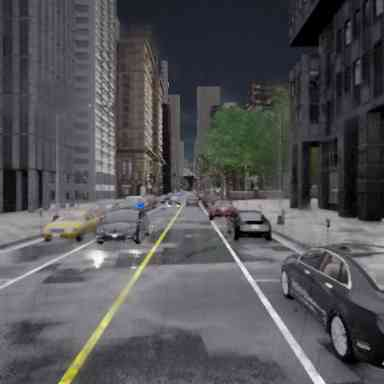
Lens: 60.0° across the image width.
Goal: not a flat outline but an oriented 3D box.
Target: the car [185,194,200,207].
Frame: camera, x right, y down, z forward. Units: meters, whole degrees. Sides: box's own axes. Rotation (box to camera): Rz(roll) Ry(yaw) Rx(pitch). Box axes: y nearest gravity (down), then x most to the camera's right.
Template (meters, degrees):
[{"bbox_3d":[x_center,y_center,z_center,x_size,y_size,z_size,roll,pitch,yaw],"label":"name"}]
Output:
[{"bbox_3d":[0.045,1.467,50.258,2.128,1.511,4.902,0,0,0],"label":"car"}]

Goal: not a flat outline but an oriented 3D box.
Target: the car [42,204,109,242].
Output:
[{"bbox_3d":[-5.759,1.518,16.502,1.752,1.417,4.829,0,0,0],"label":"car"}]

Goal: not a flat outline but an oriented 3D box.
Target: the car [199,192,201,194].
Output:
[{"bbox_3d":[2.773,1.279,60.554,2.192,1.841,5.009,0,0,0],"label":"car"}]

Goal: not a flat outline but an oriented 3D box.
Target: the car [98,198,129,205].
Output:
[{"bbox_3d":[-5.759,1.430,22.159,1.967,1.590,4.097,0,0,0],"label":"car"}]

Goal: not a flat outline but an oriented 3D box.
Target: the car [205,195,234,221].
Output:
[{"bbox_3d":[2.392,1.340,27.412,2.097,1.767,4.553,0,0,0],"label":"car"}]

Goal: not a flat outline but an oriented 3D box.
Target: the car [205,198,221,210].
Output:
[{"bbox_3d":[2.770,1.504,44.264,1.752,1.417,4.829,0,0,0],"label":"car"}]

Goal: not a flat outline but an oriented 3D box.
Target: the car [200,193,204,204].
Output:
[{"bbox_3d":[2.771,1.291,49.580,2.192,1.841,5.009,0,0,0],"label":"car"}]

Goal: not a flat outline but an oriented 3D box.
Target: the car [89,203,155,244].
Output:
[{"bbox_3d":[-3.096,1.498,15.706,1.837,1.490,4.892,0,0,0],"label":"car"}]

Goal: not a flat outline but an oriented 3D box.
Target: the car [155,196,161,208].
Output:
[{"bbox_3d":[-5.755,1.294,44.110,2.192,1.841,5.009,0,0,0],"label":"car"}]

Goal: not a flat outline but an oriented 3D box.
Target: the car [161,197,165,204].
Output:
[{"bbox_3d":[-5.752,1.530,60.574,1.947,1.339,4.313,0,0,0],"label":"car"}]

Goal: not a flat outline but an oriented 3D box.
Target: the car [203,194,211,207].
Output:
[{"bbox_3d":[2.769,1.297,38.607,2.192,1.841,5.009,0,0,0],"label":"car"}]

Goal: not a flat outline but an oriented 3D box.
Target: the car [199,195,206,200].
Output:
[{"bbox_3d":[2.779,1.484,92.533,1.802,1.307,4.206,0,0,0],"label":"car"}]

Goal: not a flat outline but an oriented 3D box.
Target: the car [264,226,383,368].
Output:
[{"bbox_3d":[2.764,1.550,5.687,2.008,1.369,4.403,0,0,0],"label":"car"}]

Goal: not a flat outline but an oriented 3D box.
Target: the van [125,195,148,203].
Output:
[{"bbox_3d":[-5.757,1.325,33.134,1.690,1.788,3.998,0,0,0],"label":"van"}]

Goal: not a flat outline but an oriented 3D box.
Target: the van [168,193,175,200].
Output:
[{"bbox_3d":[-5.746,1.242,92.554,1.690,1.788,3.998,0,0,0],"label":"van"}]

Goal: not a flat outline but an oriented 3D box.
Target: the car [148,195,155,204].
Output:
[{"bbox_3d":[-5.756,1.422,38.622,1.967,1.590,4.097,0,0,0],"label":"car"}]

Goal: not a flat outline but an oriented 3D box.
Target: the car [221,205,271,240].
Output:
[{"bbox_3d":[2.766,1.559,16.660,1.947,1.339,4.313,0,0,0],"label":"car"}]

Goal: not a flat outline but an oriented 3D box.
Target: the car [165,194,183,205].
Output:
[{"bbox_3d":[-3.034,1.493,57.042,1.812,1.442,4.674,0,0,1],"label":"car"}]
